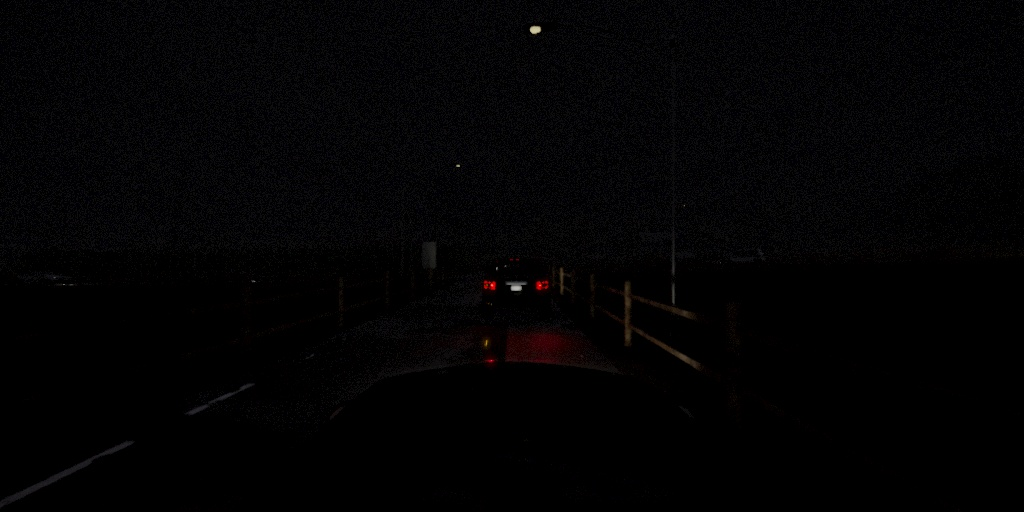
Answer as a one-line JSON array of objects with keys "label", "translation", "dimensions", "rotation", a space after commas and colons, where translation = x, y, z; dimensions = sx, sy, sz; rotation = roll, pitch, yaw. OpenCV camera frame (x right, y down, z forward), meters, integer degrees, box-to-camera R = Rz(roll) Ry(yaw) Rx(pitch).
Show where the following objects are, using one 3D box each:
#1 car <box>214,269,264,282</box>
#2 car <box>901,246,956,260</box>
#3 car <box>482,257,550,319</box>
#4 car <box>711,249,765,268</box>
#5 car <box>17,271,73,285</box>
[{"label": "car", "translation": [-29.693, 2.094, 39.033], "dimensions": [4.674, 1.442, 1.812], "rotation": [-1, -2, 0]}, {"label": "car", "translation": [48.246, -0.345, 41.661], "dimensions": [5.008, 1.535, 1.882], "rotation": [-2, -2, 0]}, {"label": "car", "translation": [0.138, 1.044, 13.174], "dimensions": [2.150, 2.045, 5.566], "rotation": [0, 0, 0]}, {"label": "car", "translation": [26.287, 0.262, 41.812], "dimensions": [5.566, 2.045, 2.150], "rotation": [-2, -2, 1]}, {"label": "car", "translation": [-51.083, 2.402, 39.207], "dimensions": [4.674, 1.442, 1.812], "rotation": [-1, -2, 0]}]
